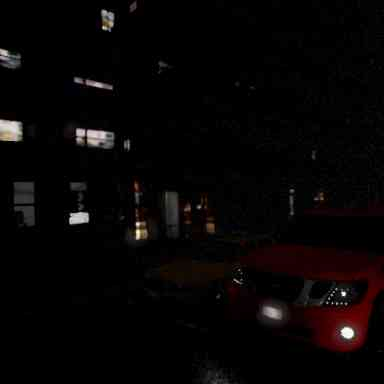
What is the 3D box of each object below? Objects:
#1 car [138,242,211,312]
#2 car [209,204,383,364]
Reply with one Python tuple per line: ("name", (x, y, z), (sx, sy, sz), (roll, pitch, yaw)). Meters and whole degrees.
("car", (0.998, 1.656, 8.015), (4.829, 1.417, 1.752), (0, -2, -43))
("car", (3.096, 1.292, 6.434), (5.566, 2.045, 2.150), (0, -1, -43))
